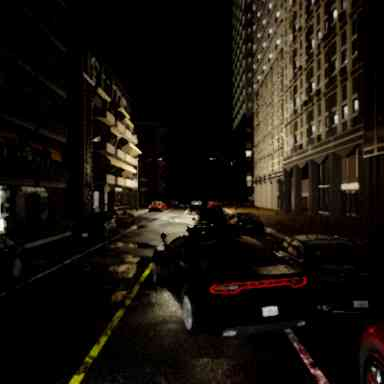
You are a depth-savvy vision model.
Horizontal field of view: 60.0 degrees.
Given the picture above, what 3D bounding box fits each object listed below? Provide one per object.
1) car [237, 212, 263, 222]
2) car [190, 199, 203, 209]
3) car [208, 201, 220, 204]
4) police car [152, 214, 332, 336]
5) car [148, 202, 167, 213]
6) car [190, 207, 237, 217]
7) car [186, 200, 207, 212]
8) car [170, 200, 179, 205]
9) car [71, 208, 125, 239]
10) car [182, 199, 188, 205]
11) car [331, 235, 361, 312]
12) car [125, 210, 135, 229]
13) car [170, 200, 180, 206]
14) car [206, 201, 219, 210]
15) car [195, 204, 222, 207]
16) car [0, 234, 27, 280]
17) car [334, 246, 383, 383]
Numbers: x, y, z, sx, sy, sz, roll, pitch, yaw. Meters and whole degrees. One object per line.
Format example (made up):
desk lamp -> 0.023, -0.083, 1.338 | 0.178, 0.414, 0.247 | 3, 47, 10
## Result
car -> 2.969, 1.797, 18.955 | 1.947, 1.339, 4.313 | 0, -1, 1
car -> 0.824, 2.129, 59.049 | 2.097, 1.767, 4.553 | 0, -1, 1
car -> 3.353, 2.149, 47.193 | 1.887, 1.381, 4.507 | 0, -1, 1
police car -> 0.366, 1.517, 7.193 | 1.930, 1.638, 5.238 | 0, -1, -17
car -> -5.027, 2.087, 47.308 | 1.967, 1.590, 4.097 | 0, -1, 1
car -> 1.036, 1.723, 17.214 | 1.837, 1.490, 4.892 | 0, -1, 2
car -> 0.667, 2.089, 45.651 | 2.128, 1.511, 4.902 | 0, -1, 1
car -> -4.489, 2.737, 86.839 | 2.008, 1.369, 4.403 | 0, -1, 1
car -> -5.411, 1.840, 19.068 | 1.947, 1.339, 4.313 | 0, -1, 1
car -> -1.739, 2.711, 91.208 | 1.882, 1.535, 5.008 | 0, -1, 1
car -> 2.815, 1.636, 7.661 | 2.008, 1.369, 4.403 | 0, -1, 1
car -> -5.337, 1.871, 24.547 | 1.752, 1.417, 4.829 | 0, -1, 1
car -> -4.566, 2.658, 81.192 | 2.008, 1.369, 4.403 | 0, -1, 1
car -> 3.506, 2.306, 58.488 | 2.008, 1.369, 4.403 | 0, -1, 1
car -> 1.237, 1.822, 23.192 | 1.812, 1.442, 4.674 | 0, -1, 1
car -> -5.565, 1.680, 7.773 | 2.008, 1.369, 4.403 | 0, -1, 1
car -> 2.738, 1.454, 2.013 | 1.967, 1.590, 4.097 | 0, -1, 1
